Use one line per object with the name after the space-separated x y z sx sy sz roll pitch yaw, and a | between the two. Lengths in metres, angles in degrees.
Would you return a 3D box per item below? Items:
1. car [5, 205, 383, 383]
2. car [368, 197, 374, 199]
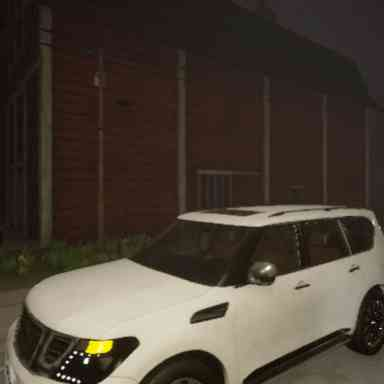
0.672 1.234 4.519 5.566 2.045 2.150 0 0 -37 | car
35.150 1.660 65.761 3.905 1.438 1.784 0 0 -37 | car
